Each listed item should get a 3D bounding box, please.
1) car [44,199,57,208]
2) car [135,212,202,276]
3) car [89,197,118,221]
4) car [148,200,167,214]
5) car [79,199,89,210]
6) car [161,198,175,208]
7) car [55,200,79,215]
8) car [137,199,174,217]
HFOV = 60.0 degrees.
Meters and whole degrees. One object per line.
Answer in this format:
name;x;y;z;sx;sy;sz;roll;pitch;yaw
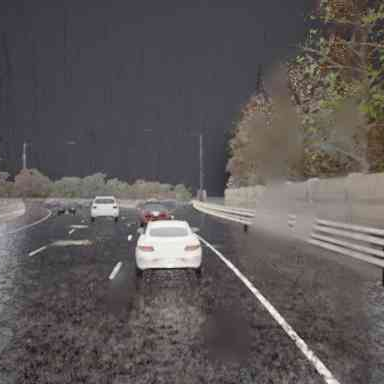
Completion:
car;-24.087;1.914;57.067;2.128;1.511;4.902;0;0;-32
car;-0.761;1.592;10.579;1.812;1.442;4.674;0;0;-5
car;-7.742;1.424;29.391;2.150;2.045;5.566;0;0;-16
car;-4.128;1.750;40.822;2.128;1.511;4.902;0;0;-3
car;-16.405;1.851;50.873;2.128;1.511;4.902;0;0;-27
car;-4.177;1.886;57.968;1.812;1.442;4.674;0;0;2
car;-14.235;1.874;37.789;1.895;1.301;4.718;0;0;-21
car;-2.827;1.505;23.991;2.097;1.767;4.553;0;0;-12
